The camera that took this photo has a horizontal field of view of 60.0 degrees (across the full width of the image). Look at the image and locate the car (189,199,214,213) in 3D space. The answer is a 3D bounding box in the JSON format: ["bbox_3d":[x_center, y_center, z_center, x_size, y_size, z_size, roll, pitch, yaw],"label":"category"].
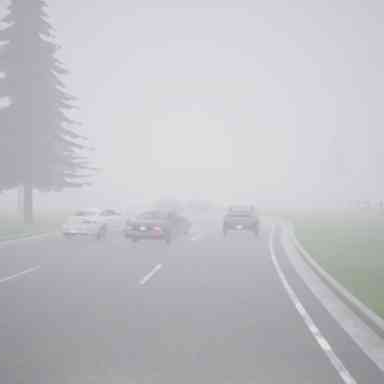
[{"bbox_3d":[0.541,1.480,36.797,1.812,1.442,4.674,1,0,-33],"label":"car"}]

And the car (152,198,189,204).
[{"bbox_3d":[-2.696,1.446,35.457,1.837,1.490,4.892,2,-1,-35],"label":"car"}]

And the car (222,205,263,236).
[{"bbox_3d":[2.826,1.480,18.425,2.128,1.511,4.902,0,0,13],"label":"car"}]

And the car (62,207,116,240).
[{"bbox_3d":[-4.706,1.482,16.820,1.812,1.442,4.674,0,0,12],"label":"car"}]

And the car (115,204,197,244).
[{"bbox_3d":[-1.425,1.520,15.856,2.033,1.411,5.357,0,0,13],"label":"car"}]
